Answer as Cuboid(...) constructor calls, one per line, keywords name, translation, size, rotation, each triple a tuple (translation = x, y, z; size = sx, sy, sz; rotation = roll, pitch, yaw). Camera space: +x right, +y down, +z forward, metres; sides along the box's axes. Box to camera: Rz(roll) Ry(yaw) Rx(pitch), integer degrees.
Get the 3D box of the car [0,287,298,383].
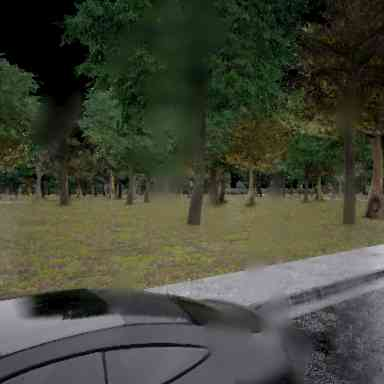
Cuboid(name="car", translation=(-1.230, 1.526, 2.193), size=(4.674, 1.442, 1.812), rotation=(0, 0, -36))
